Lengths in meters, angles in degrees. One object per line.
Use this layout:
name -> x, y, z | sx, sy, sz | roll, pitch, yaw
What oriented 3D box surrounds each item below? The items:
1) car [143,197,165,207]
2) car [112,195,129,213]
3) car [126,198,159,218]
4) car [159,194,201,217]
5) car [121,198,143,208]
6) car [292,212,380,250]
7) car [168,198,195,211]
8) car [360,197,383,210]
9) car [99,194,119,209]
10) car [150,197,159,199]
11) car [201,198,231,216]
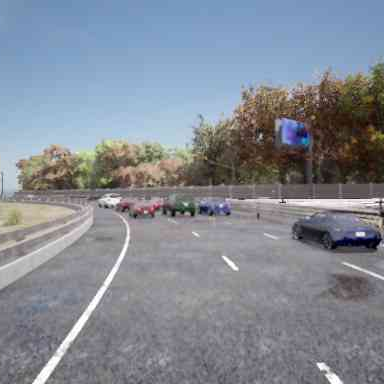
car -> -6.006, 1.529, 51.947 | 1.812, 1.442, 4.674 | 0, 0, -29
car -> -7.507, 1.501, 38.490 | 1.882, 1.535, 5.008 | 0, 0, -24
car -> -4.506, 1.535, 29.935 | 1.812, 1.442, 4.674 | 0, 0, -17
car -> -1.277, 1.208, 31.369 | 2.150, 2.045, 5.566 | 0, 0, -17
car -> -9.084, 1.591, 50.291 | 1.994, 1.385, 4.181 | 0, 0, -29
car -> 5.910, 1.518, 14.147 | 1.994, 1.385, 4.181 | 0, 0, -7
car -> -1.398, 1.544, 42.068 | 1.994, 1.385, 4.181 | 0, 0, -24
car -> 22.172, 1.314, 38.563 | 4.902, 1.511, 2.128 | 0, 0, 8
car -> -11.865, 1.270, 48.090 | 2.150, 2.045, 5.566 | 0, 0, -29
car -> -4.414, 1.602, 40.211 | 1.895, 1.301, 4.718 | 0, 0, -24
car -> 2.053, 1.315, 32.403 | 2.097, 1.767, 4.553 | 0, 0, -17
